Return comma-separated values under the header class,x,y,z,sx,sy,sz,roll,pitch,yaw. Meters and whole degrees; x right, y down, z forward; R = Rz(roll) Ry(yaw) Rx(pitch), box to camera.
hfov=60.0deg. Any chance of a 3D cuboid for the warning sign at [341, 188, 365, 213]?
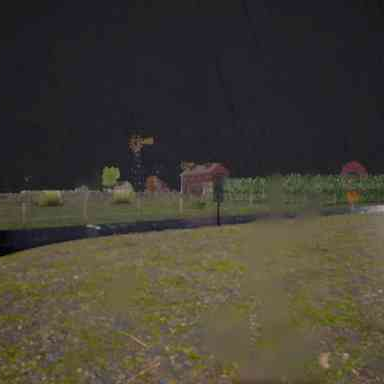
class,x,y,z,sx,sy,sz,roll,pitch,yaw
warning sign,12.234,0.631,25.302,1.060,1.860,1.300,0,-1,-34
